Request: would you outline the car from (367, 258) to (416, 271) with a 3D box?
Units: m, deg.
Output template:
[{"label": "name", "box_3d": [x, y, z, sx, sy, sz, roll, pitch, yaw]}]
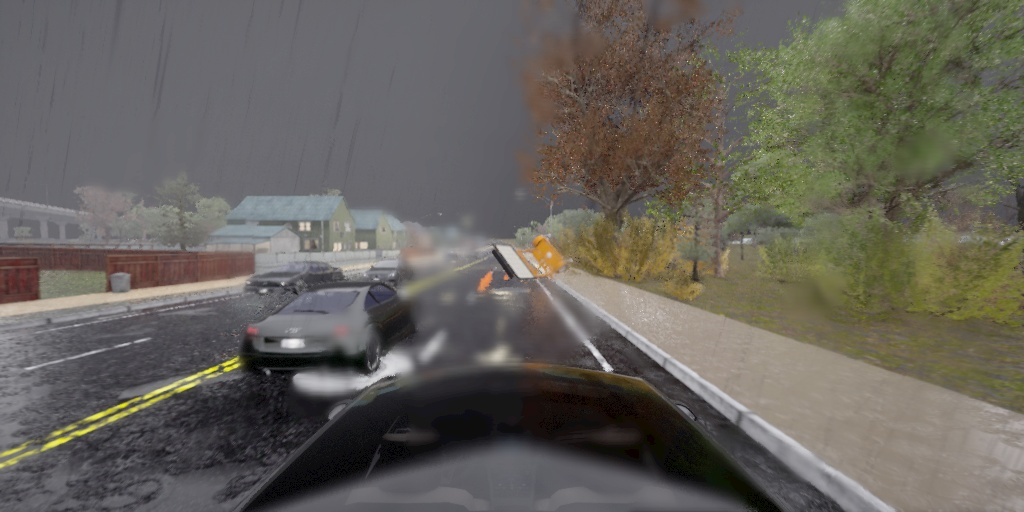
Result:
[{"label": "car", "box_3d": [-6.601, 0.853, 19.806, 1.812, 1.442, 4.674, 0, 1, 0]}]

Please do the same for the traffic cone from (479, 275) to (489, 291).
[{"label": "traffic cone", "box_3d": [-1.384, 1.345, 17.166, 0.340, 0.580, 0.340, 0, 0, 0]}]

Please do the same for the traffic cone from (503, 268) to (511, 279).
[{"label": "traffic cone", "box_3d": [-0.386, 1.204, 23.165, 0.340, 0.580, 0.340, 0, 0, 0]}]

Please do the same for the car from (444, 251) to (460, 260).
[{"label": "car", "box_3d": [-9.806, -0.071, 58.927, 2.033, 1.411, 5.357, 0, 1, 1]}]

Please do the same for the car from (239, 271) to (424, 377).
[{"label": "car", "box_3d": [-3.152, 1.186, 7.184, 1.994, 1.385, 4.181, 0, 1, 0]}]

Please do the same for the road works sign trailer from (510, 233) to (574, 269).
[{"label": "road works sign trailer", "box_3d": [1.865, -1.255, 19.630, 2.880, 3.560, 2.380, 0, 0, -45]}]

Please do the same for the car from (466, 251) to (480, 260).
[{"label": "car", "box_3d": [-6.560, -0.167, 61.131, 1.837, 1.490, 4.892, 0, 1, 1]}]

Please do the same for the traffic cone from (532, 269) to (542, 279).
[{"label": "traffic cone", "box_3d": [1.614, 1.204, 23.165, 0.340, 0.580, 0.340, 0, 0, 0]}]

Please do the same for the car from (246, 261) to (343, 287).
[{"label": "car", "box_3d": [-9.853, 0.943, 16.899, 2.033, 1.411, 5.357, 0, 1, 0]}]

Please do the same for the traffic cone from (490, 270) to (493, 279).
[{"label": "traffic cone", "box_3d": [-1.385, 1.251, 21.165, 0.340, 0.580, 0.340, 0, 0, 0]}]

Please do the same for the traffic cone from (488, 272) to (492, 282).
[{"label": "traffic cone", "box_3d": [-1.385, 1.298, 19.166, 0.340, 0.580, 0.340, 0, 0, 0]}]

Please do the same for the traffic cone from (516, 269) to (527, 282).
[{"label": "traffic cone", "box_3d": [0.613, 1.204, 23.166, 0.340, 0.580, 0.340, 0, 0, 0]}]
